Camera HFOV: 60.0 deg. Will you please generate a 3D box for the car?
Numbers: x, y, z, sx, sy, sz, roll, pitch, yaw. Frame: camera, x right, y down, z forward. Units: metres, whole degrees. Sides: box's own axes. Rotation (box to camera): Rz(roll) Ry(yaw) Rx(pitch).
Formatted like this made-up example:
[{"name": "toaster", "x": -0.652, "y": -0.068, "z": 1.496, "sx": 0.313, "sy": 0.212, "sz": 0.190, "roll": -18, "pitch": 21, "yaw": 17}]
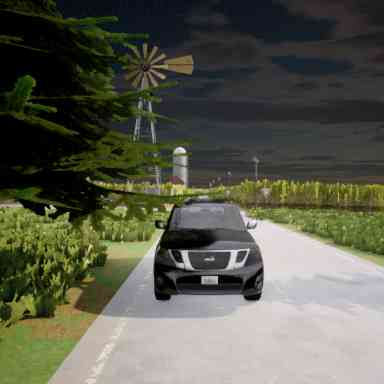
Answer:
[{"name": "car", "x": 0.334, "y": 1.221, "z": 8.702, "sx": 2.150, "sy": 2.045, "sz": 5.566, "roll": 0, "pitch": 0, "yaw": 0}]
